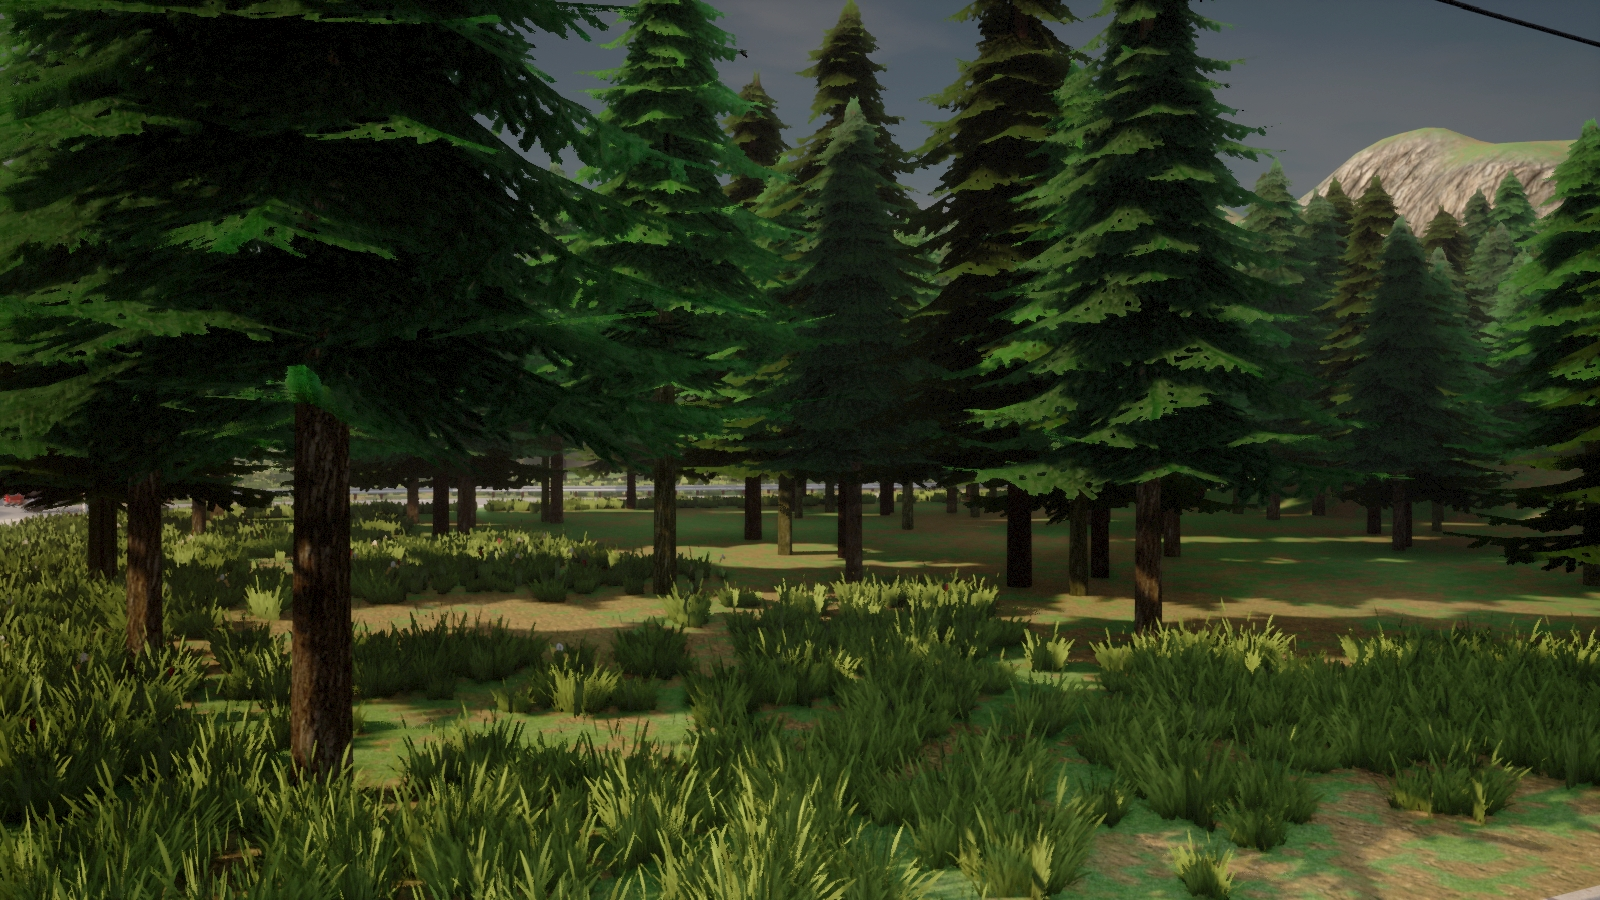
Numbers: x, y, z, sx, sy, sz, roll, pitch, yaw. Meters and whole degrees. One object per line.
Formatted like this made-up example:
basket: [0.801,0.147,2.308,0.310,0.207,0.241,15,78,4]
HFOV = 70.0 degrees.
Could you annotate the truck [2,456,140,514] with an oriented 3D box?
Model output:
truck: [-33.360,1.544,52.476,5.204,2.467,2.627,-1,0,-31]

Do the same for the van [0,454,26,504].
van: [-43.918,1.534,62.484,1.988,2.561,5.915,0,0,-28]
